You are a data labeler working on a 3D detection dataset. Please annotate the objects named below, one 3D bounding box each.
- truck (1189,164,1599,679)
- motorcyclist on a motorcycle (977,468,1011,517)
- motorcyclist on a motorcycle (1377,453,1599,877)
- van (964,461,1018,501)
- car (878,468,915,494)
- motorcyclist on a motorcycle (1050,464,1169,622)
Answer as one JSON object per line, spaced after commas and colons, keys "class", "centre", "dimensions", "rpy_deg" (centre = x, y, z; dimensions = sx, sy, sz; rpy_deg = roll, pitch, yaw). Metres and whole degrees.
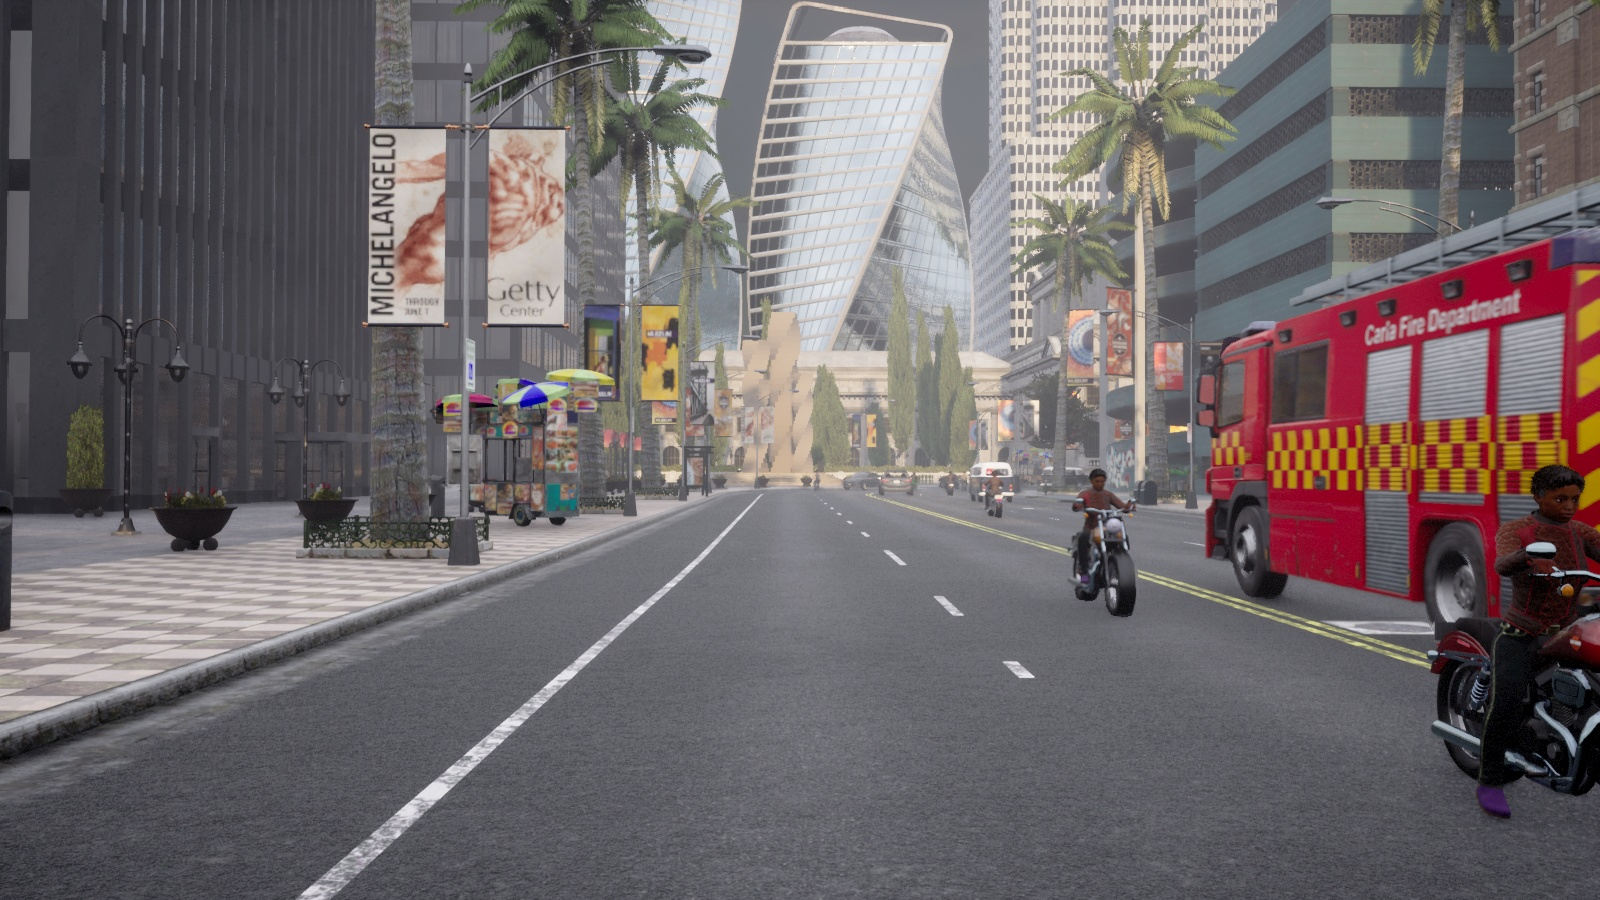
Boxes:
{"class": "truck", "centre": [6.982, -0.151, 13.567], "dimensions": [2.891, 3.827, 8.468], "rpy_deg": [0, -1, 0]}
{"class": "motorcyclist on a motorcycle", "centre": [6.723, 1.469, 43.633], "dimensions": [0.766, 1.649, 2.350], "rpy_deg": [0, -1, -1]}
{"class": "motorcyclist on a motorcycle", "centre": [3.492, 0.844, 5.565], "dimensions": [0.766, 1.649, 2.350], "rpy_deg": [0, -1, 0]}
{"class": "van", "centre": [9.948, 1.596, 65.554], "dimensions": [2.069, 2.038, 4.480], "rpy_deg": [0, -1, -1]}
{"class": "car", "centre": [6.394, 2.037, 83.779], "dimensions": [2.242, 1.667, 4.611], "rpy_deg": [0, -1, 2]}
{"class": "motorcyclist on a motorcycle", "centre": [3.487, 0.992, 14.367], "dimensions": [0.766, 1.649, 2.350], "rpy_deg": [0, -1, 0]}
